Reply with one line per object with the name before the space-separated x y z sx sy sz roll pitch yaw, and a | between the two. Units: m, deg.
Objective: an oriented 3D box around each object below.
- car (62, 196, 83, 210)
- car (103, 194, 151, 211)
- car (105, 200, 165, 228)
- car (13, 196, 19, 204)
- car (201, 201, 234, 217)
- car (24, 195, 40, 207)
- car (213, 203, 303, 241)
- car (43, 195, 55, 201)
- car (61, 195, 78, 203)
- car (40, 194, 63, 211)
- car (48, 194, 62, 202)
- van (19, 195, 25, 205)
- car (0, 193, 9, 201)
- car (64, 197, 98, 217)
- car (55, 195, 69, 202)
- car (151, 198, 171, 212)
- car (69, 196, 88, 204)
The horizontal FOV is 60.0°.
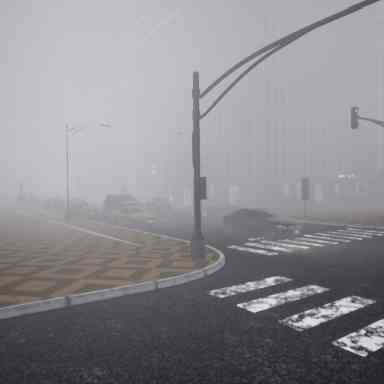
car | -14.127 1.495 41.554 2.033 1.411 5.357 -1 1 -36
car | -6.342 1.212 30.690 2.150 2.045 5.566 -1 1 -36
car | -4.012 1.552 22.824 1.752 1.417 4.829 -1 1 -36
car | -33.149 1.494 63.682 2.008 1.369 4.403 -1 1 -36
car | 2.503 1.455 27.705 2.008 1.369 4.403 -1 1 -36
car | -23.435 1.411 50.133 1.967 1.590 4.097 -1 1 -36
car | 3.425 1.537 17.079 1.812 1.442 4.674 -1 1 -36
car | -33.321 1.332 77.443 1.752 1.417 4.829 -1 1 -36
car | -23.507 1.386 63.758 2.008 1.369 4.403 -1 1 -36
car | -16.959 1.429 41.101 1.967 1.590 4.097 -1 1 -36
car | -29.984 1.256 72.789 1.967 1.590 4.097 -1 1 -36
van | -26.675 1.303 54.648 1.690 1.788 3.998 -1 1 -36
car | -46.102 1.450 81.746 1.887 1.381 4.507 -1 1 -36
car | -10.432 1.533 31.899 1.752 1.417 4.829 -1 1 -36
car | -26.745 1.408 68.274 1.802 1.307 4.206 -1 1 -36
car | -4.033 1.329 36.696 1.967 1.590 4.097 -1 1 -36
car | -20.269 1.389 59.242 1.887 1.381 4.507 -1 1 -36
